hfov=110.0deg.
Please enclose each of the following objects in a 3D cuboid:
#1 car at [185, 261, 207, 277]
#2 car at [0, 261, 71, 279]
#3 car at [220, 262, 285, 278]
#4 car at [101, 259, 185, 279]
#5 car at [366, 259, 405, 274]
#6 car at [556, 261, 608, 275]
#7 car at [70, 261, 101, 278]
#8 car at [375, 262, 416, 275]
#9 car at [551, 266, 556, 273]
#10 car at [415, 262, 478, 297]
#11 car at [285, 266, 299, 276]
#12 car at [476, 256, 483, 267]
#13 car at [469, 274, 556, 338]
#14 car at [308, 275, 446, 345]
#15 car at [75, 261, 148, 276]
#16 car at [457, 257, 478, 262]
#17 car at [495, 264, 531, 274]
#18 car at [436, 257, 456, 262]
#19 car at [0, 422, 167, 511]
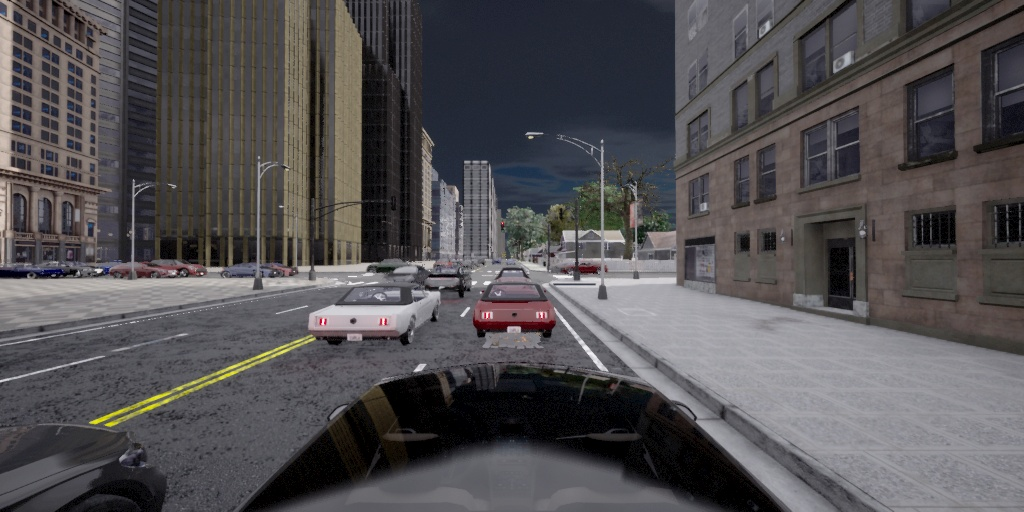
[{"bbox_3d":[-31.516,1.091,33.683,4.553,1.767,2.097,0,-1,-5],"label":"car"},{"bbox_3d":[-40.383,1.305,29.649,4.718,1.301,1.895,0,-1,-6],"label":"car"},{"bbox_3d":[-22.543,1.271,30.983,4.181,1.385,1.994,0,-1,-3],"label":"car"},{"bbox_3d":[-31.216,1.232,30.449,4.674,1.442,1.812,0,-1,-4],"label":"car"},{"bbox_3d":[-14.286,1.142,41.251,4.553,1.767,2.097,-1,0,-1],"label":"car"},{"bbox_3d":[7.557,1.247,37.846,5.008,1.535,1.882,0,-1,-2],"label":"car"},{"bbox_3d":[-40.587,1.228,32.886,4.902,1.511,2.128,0,-1,-6],"label":"car"},{"bbox_3d":[-6.264,1.277,21.784,1.812,1.442,4.674,0,0,3],"label":"car"},{"bbox_3d":[6.612,1.372,41.692,4.181,1.385,1.994,0,-1,7],"label":"car"},{"bbox_3d":[-3.209,1.243,18.715,2.128,1.511,4.902,0,0,0],"label":"car"},{"bbox_3d":[-22.832,1.304,34.224,4.181,1.385,1.994,0,-1,-3],"label":"car"},{"bbox_3d":[-6.779,1.257,64.586,1.837,1.490,4.892,0,0,0],"label":"car"},{"bbox_3d":[0.052,1.350,10.183,1.895,1.301,4.718,0,0,0],"label":"car"},{"bbox_3d":[-3.181,1.352,9.462,1.895,1.301,4.718,0,0,0],"label":"car"},{"bbox_3d":[-40.500,1.249,36.360,5.008,1.535,1.882,0,-1,-6],"label":"car"},{"bbox_3d":[-6.771,1.257,54.447,1.837,1.490,4.892,0,0,0],"label":"car"},{"bbox_3d":[0.038,1.315,18.940,1.994,1.385,4.181,0,0,0],"label":"car"},{"bbox_3d":[-10.020,1.104,52.619,2.097,1.767,4.553,0,0,0],"label":"car"},{"bbox_3d":[-3.141,1.275,0.319,1.812,1.442,4.674,0,0,0],"label":"car"}]
